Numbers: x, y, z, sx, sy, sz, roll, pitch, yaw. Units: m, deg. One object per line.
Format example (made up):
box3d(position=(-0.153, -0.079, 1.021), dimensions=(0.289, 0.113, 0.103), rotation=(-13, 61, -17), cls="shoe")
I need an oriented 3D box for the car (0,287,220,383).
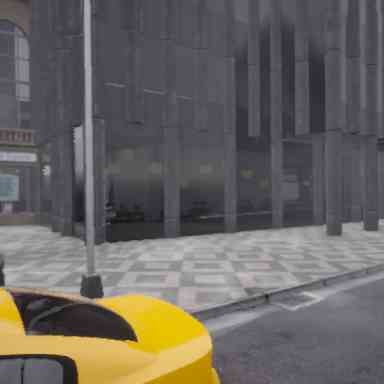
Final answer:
box3d(position=(-2.118, 1.475, 1.869), dimensions=(5.008, 1.535, 1.882), rotation=(0, 0, -35), cls="car")
